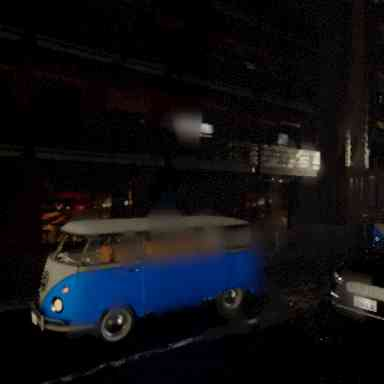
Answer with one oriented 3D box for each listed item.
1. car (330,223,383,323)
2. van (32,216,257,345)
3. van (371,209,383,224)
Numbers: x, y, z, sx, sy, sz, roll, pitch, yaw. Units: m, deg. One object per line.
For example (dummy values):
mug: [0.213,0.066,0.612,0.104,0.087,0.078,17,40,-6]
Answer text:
car: [4.786,1.556,6.781,4.902,1.511,2.128,1,0,-35]
van: [-0.607,1.365,6.125,3.998,1.788,1.690,1,0,-36]
van: [8.409,1.459,12.559,3.998,1.788,1.690,1,0,-36]
